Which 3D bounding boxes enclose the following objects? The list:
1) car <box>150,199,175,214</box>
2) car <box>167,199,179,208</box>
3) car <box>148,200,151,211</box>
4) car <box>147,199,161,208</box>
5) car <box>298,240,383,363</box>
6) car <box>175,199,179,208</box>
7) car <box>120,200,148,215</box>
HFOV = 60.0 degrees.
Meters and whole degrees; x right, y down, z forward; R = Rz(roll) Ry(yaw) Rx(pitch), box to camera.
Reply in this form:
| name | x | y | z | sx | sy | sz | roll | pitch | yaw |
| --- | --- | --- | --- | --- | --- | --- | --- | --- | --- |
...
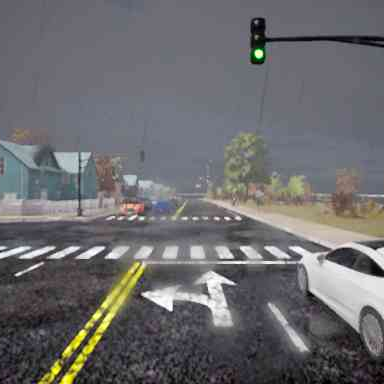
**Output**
| name | x | y | z | sx | sy | sz | roll | pitch | yaw |
| --- | --- | --- | --- | --- | --- | --- | --- | --- | --- |
| car | -3.412 | 1.789 | 39.234 | 1.882 | 1.535 | 5.008 | 0 | 0 | 0 |
| car | -3.432 | 1.994 | 59.661 | 1.837 | 1.490 | 4.892 | 0 | -1 | 0 |
| car | -6.674 | 1.935 | 48.150 | 2.033 | 1.411 | 5.357 | 0 | 0 | 0 |
| car | -6.683 | 2.006 | 58.689 | 1.812 | 1.442 | 4.674 | 0 | -1 | 0 |
| car | 3.340 | 1.569 | 5.790 | 1.812 | 1.442 | 4.674 | 0 | 0 | 0 |
| car | -3.423 | 1.882 | 48.640 | 2.128 | 1.511 | 4.902 | 0 | 0 | 0 |
| car | -6.660 | 1.649 | 37.561 | 2.097 | 1.767 | 4.553 | 0 | -1 | 0 |
